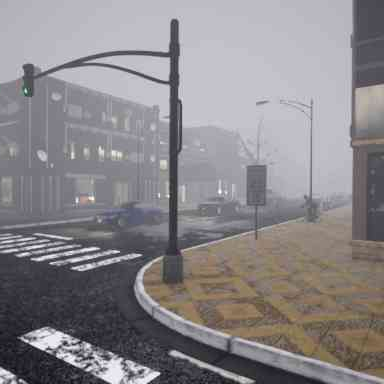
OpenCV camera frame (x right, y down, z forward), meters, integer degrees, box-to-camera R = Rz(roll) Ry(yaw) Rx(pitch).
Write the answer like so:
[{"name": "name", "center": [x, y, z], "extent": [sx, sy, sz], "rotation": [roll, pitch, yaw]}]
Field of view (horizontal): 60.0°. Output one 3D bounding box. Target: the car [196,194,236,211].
[{"name": "car", "center": [2.449, 1.010, 33.334], "extent": [2.008, 1.369, 4.403], "rotation": [2, 2, 35]}]

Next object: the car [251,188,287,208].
[{"name": "car", "center": [8.367, 0.598, 37.100], "extent": [2.150, 2.045, 5.566], "rotation": [1, 1, 35]}]

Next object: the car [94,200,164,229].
[{"name": "car", "center": [-3.596, 1.246, 19.835], "extent": [1.812, 1.442, 4.674], "rotation": [1, 1, 37]}]

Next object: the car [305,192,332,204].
[{"name": "car", "center": [16.603, 0.733, 43.396], "extent": [2.128, 1.511, 4.902], "rotation": [1, 1, 35]}]

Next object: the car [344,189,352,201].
[{"name": "car", "center": [25.475, 0.618, 51.642], "extent": [1.887, 1.381, 4.507], "rotation": [2, 2, 35]}]

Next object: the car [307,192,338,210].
[{"name": "car", "center": [12.711, 0.993, 33.026], "extent": [2.008, 1.369, 4.403], "rotation": [2, 2, 35]}]

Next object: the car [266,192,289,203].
[{"name": "car", "center": [12.165, 0.765, 47.200], "extent": [1.802, 1.307, 4.206], "rotation": [2, 2, 35]}]

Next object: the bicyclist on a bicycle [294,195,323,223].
[{"name": "bicyclist on a bicycle", "center": [6.834, 1.003, 19.557], "extent": [1.656, 1.620, 0.582], "rotation": [0, 1, 35]}]

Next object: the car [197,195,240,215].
[{"name": "car", "center": [2.351, 1.027, 28.431], "extent": [1.882, 1.535, 5.008], "rotation": [1, 1, 35]}]

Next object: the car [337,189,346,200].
[{"name": "car", "center": [23.611, 0.644, 53.521], "extent": [1.895, 1.301, 4.718], "rotation": [1, 1, 35]}]
